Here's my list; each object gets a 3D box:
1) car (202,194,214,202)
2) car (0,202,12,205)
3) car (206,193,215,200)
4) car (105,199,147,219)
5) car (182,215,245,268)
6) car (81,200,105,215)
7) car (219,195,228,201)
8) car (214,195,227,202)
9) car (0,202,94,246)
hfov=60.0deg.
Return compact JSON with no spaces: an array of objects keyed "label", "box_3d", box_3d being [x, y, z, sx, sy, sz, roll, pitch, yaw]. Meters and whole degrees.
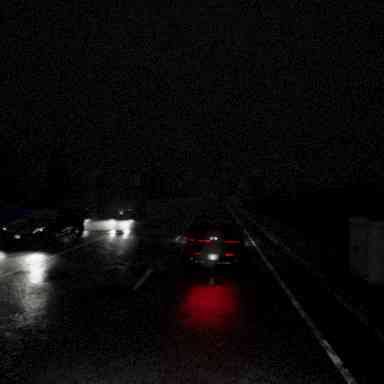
[{"label":"car","box_3d":[3.478,1.532,79.089,2.033,1.411,5.357,2,0,8]},{"label":"car","box_3d":[-9.543,1.200,15.521,1.882,1.535,5.008,2,0,4]},{"label":"car","box_3d":[4.974,1.309,89.305,2.097,1.767,4.553,2,0,9]},{"label":"car","box_3d":[-5.080,1.319,27.562,2.128,1.511,4.902,2,0,6]},{"label":"car","box_3d":[0.768,1.545,11.475,1.837,1.490,4.892,2,0,4]},{"label":"car","box_3d":[-8.576,1.333,27.931,1.895,1.301,4.718,2,0,5]},{"label":"car","box_3d":[8.489,1.646,89.186,2.128,1.511,4.902,2,0,9]},{"label":"car","box_3d":[7.009,1.445,79.043,2.097,1.767,4.553,2,0,8]},{"label":"car","box_3d":[-6.127,1.342,14.340,1.812,1.442,4.674,2,0,4]}]
